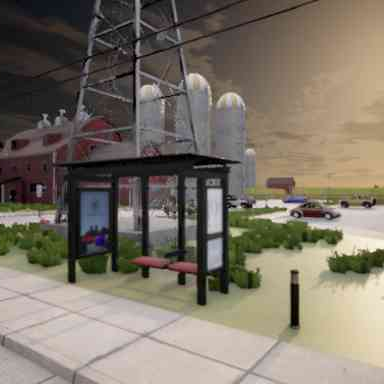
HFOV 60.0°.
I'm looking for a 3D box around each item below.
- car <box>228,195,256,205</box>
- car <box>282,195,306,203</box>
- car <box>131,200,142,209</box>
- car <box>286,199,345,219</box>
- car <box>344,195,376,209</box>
[{"bbox_3d":[6.223,1.332,45.399,3.866,1.878,1.905,0,0,35],"label":"car"},{"bbox_3d":[20.042,1.500,65.272,4.611,1.667,2.242,0,0,35],"label":"car"},{"bbox_3d":[-5.653,1.590,41.657,1.994,1.385,4.181,0,0,35],"label":"car"},{"bbox_3d":[10.236,1.528,27.640,3.905,1.438,1.784,0,0,35],"label":"car"},{"bbox_3d":[22.922,1.318,46.198,4.605,1.855,1.932,0,0,35],"label":"car"}]
